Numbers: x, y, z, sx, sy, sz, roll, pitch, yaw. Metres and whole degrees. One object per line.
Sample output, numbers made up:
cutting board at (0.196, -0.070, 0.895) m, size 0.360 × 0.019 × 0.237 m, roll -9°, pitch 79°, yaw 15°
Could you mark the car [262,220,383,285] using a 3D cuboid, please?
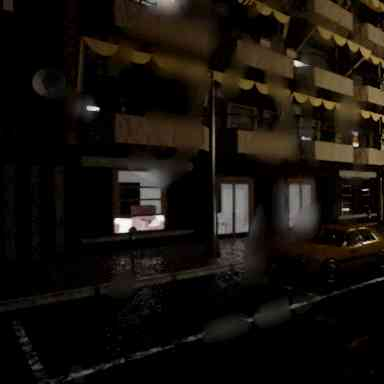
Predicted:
car at (4.056, 1.517, 9.458) m, size 4.829 × 1.417 × 1.752 m, roll 0°, pitch 0°, yaw -35°
